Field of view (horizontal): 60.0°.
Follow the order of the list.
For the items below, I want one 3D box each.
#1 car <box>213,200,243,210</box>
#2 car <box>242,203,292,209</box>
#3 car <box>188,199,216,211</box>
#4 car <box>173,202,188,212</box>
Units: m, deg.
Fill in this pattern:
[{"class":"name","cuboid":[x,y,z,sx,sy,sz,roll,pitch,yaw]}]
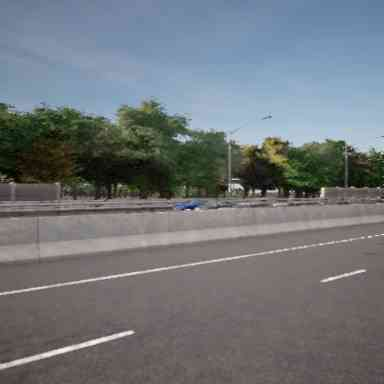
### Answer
[{"class":"car","cuboid":[4.472,1.604,28.565,4.718,1.301,1.895,0,0,-36]},{"class":"car","cuboid":[6.465,1.597,25.688,4.718,1.301,1.895,0,0,-35]},{"class":"car","cuboid":[2.443,1.497,31.417,4.902,1.511,2.128,0,0,-36]},{"class":"car","cuboid":[0.393,1.485,34.230,5.008,1.535,1.882,0,0,-35]}]
